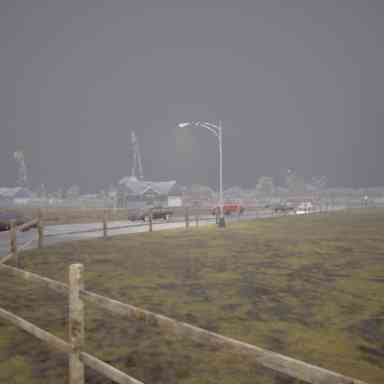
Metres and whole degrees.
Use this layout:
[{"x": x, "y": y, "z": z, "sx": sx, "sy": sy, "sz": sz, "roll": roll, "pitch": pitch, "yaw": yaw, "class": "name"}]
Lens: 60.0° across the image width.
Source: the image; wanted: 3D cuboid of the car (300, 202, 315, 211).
[{"x": 19.449, "y": 2.455, "z": 56.335, "sx": 1.812, "sy": 1.442, "sz": 4.674, "roll": -2, "pitch": -2, "yaw": 36, "class": "car"}]

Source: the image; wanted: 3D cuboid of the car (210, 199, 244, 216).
[{"x": 4.483, "y": 1.877, "z": 41.799, "sx": 2.150, "sy": 2.045, "sz": 5.566, "roll": -2, "pitch": -2, "yaw": 35, "class": "car"}]

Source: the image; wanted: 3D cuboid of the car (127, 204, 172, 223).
[{"x": -3.782, "y": 1.918, "z": 30.251, "sx": 1.837, "sy": 1.490, "sz": 4.892, "roll": -2, "pitch": -1, "yaw": 35, "class": "car"}]

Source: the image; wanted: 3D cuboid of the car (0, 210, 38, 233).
[{"x": -11.313, "y": 1.739, "z": 18.968, "sx": 2.033, "sy": 1.411, "sz": 5.357, "roll": -2, "pitch": -2, "yaw": 28, "class": "car"}]

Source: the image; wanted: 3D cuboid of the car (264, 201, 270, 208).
[{"x": 13.367, "y": 2.055, "z": 54.045, "sx": 1.882, "sy": 1.535, "sz": 5.008, "roll": -2, "pitch": -2, "yaw": 36, "class": "car"}]

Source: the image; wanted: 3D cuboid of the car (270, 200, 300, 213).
[{"x": 13.429, "y": 2.244, "z": 47.932, "sx": 1.837, "sy": 1.490, "sz": 4.892, "roll": -2, "pitch": -2, "yaw": 36, "class": "car"}]
